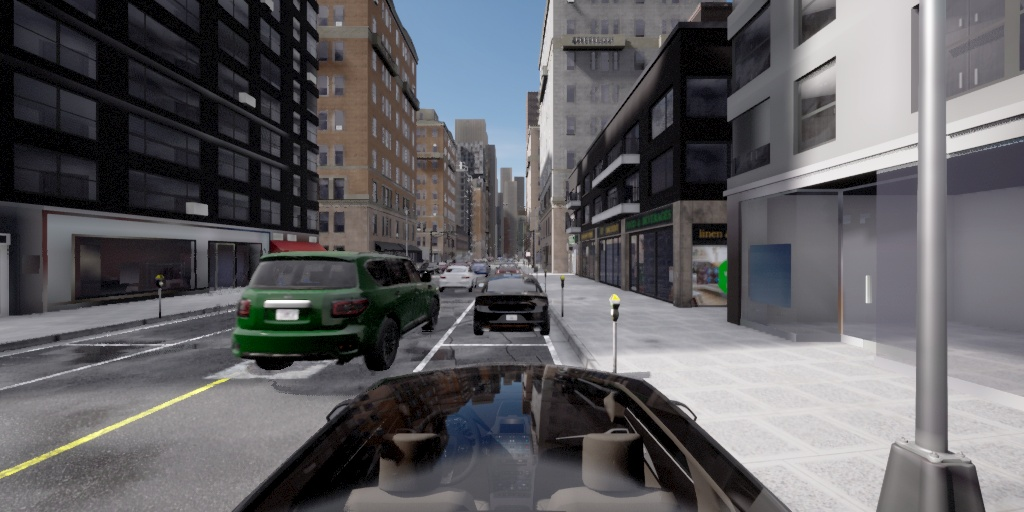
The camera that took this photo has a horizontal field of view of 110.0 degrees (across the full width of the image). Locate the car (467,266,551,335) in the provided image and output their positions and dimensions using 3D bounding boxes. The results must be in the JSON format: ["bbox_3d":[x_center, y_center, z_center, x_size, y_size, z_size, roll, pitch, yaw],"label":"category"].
[{"bbox_3d":[-0.006,1.228,10.500,1.882,1.535,5.008,0,0,0],"label":"car"}]

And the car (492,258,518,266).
[{"bbox_3d":[-0.288,1.193,27.330,1.967,1.591,4.097,0,0,0],"label":"car"}]

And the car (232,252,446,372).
[{"bbox_3d":[-3.157,0.966,7.808,2.150,2.045,5.566,0,-1,1],"label":"car"}]

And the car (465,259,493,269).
[{"bbox_3d":[-3.099,1.303,35.740,2.033,1.411,5.357,0,0,1],"label":"car"}]

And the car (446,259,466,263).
[{"bbox_3d":[-6.214,1.109,42.081,2.097,1.767,4.553,0,0,0],"label":"car"}]

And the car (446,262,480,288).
[{"bbox_3d":[-3.108,1.277,21.104,1.812,1.442,4.674,0,0,-1],"label":"car"}]
